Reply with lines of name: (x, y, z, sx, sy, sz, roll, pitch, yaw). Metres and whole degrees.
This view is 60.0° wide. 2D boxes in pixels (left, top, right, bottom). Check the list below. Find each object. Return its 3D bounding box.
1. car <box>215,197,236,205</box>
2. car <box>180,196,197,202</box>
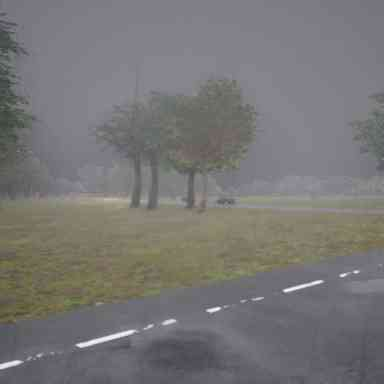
car: (6.221, 1.653, 62.080, 1.837, 1.490, 4.892, 1, 0, -33)
car: (-0.728, 1.505, 72.559, 1.837, 1.490, 4.892, 1, 0, -34)
